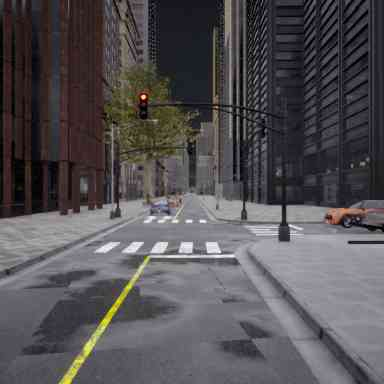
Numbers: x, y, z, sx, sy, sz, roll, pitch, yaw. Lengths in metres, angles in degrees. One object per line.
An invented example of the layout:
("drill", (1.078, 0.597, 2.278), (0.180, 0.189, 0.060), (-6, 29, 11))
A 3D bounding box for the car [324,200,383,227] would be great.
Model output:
("car", (10.860, 1.311, 21.182), (4.553, 1.767, 2.097), (0, 0, 0))

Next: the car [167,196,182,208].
("car", (-3.058, 1.374, 49.151), (2.097, 1.767, 4.553), (0, 0, 0))

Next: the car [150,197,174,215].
("car", (-3.074, 1.532, 33.506), (1.812, 1.442, 4.674), (0, 0, 0))

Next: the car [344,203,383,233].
("car", (11.538, 1.492, 18.082), (5.357, 1.411, 2.033), (0, 0, 0))
